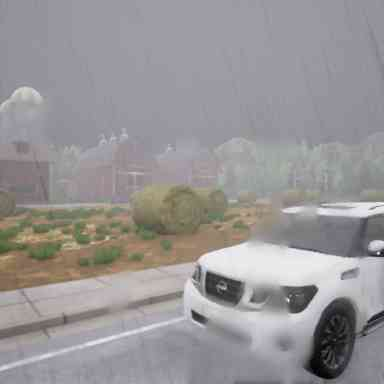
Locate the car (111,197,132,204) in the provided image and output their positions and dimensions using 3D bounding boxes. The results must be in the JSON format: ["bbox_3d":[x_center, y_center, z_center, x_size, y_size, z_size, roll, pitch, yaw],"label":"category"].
[{"bbox_3d":[-12.911,1.698,62.009,4.181,1.385,1.994,0,0,-40],"label":"car"}]

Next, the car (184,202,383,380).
[{"bbox_3d":[2.528,1.227,5.879,5.566,2.045,2.150,0,0,-36],"label":"car"}]

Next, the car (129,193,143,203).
[{"bbox_3d":[-12.215,1.294,72.763,1.905,1.878,3.866,6,2,7],"label":"car"}]
